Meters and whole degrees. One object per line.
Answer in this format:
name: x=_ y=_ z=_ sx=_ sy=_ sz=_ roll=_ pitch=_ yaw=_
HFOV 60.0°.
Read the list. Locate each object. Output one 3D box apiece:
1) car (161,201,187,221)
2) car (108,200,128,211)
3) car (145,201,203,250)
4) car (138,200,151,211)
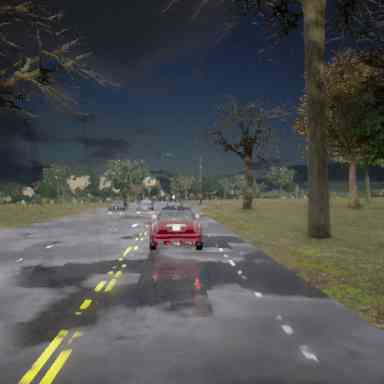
car: x=-1.572 y=1.584 z=29.634 sx=2.128 sy=1.511 sz=4.902 roll=0 pitch=0 yaw=-3
car: x=-9.306 y=1.736 z=42.212 sx=1.994 sy=1.385 sz=4.181 roll=0 pitch=0 yaw=-3
car: x=-0.710 y=1.401 z=14.620 sx=2.097 sy=1.767 sz=4.553 roll=0 pitch=0 yaw=-3
car: x=-5.812 y=1.696 z=42.413 sx=1.812 sy=1.442 sz=4.674 roll=0 pitch=0 yaw=-3
